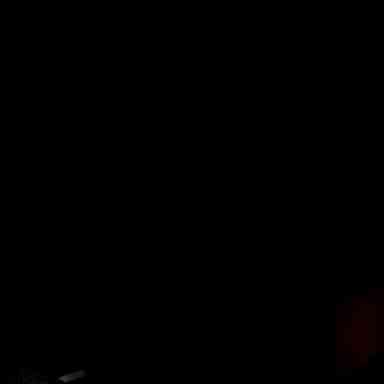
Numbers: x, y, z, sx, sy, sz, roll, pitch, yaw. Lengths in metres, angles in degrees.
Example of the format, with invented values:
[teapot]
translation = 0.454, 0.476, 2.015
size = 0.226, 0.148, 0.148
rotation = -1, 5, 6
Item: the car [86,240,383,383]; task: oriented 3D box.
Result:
[car]
translation = 1.187, 1.479, 4.371
size = 5.008, 1.535, 1.882
rotation = 0, 0, -37
